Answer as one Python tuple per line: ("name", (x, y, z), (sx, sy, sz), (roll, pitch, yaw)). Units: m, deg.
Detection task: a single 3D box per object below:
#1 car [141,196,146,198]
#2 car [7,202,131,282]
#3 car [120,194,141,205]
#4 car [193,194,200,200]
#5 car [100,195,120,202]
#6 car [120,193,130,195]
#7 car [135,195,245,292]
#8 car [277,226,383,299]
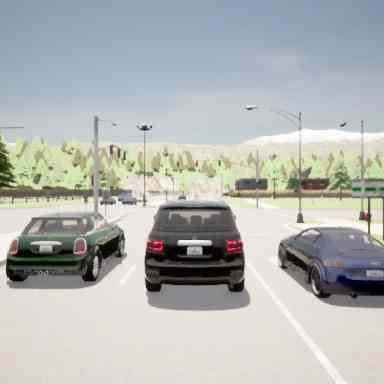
("car", (-10.602, 1.498, 70.637), (1.812, 1.442, 4.674), (0, 0, 1))
("car", (-3.417, 1.348, 9.946), (2.097, 1.767, 4.553), (0, 0, 0))
("car", (-10.864, 1.527, 58.292), (2.033, 1.411, 5.357), (0, 0, 1))
("car", (1.116, 1.282, 83.397), (1.882, 1.535, 5.008), (0, 0, 1))
("car", (-14.392, 1.544, 57.206), (1.994, 1.385, 4.181), (0, 0, 1))
("car", (-14.117, 1.200, 69.815), (2.150, 2.045, 5.566), (0, 0, 1))
("car", (0.075, 1.218, 9.051), (2.150, 2.045, 5.566), (0, 0, 1))
("car", (3.578, 1.561, 8.505), (1.994, 1.385, 4.181), (0, 0, 0))
